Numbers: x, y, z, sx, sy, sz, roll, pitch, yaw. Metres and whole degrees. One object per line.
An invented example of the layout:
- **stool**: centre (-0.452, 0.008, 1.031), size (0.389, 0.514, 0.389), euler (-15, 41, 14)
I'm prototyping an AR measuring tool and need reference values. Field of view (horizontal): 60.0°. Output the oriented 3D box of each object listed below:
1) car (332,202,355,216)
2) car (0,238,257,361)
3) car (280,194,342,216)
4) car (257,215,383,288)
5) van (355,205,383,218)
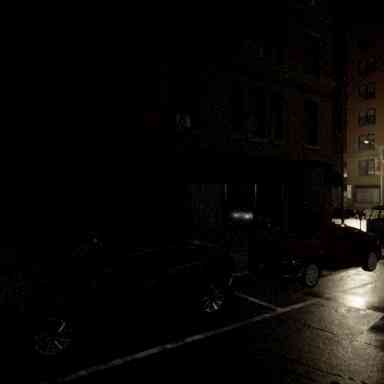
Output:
- **car**: centre (11.887, 1.583, 27.766), size (1.895, 1.301, 4.718), euler (0, 0, -35)
- **car**: centre (-1.132, 1.566, 5.944), size (4.313, 1.339, 1.947), euler (0, 0, -35)
- **car**: centre (11.817, 1.218, 33.435), size (2.150, 2.045, 5.566), euler (0, 0, -35)
- **car**: centre (3.490, 1.544, 9.211), size (4.507, 1.381, 1.887), euler (0, 0, -35)
- **van**: centre (8.113, 1.338, 12.477), size (3.998, 1.788, 1.690), euler (0, 0, -35)
